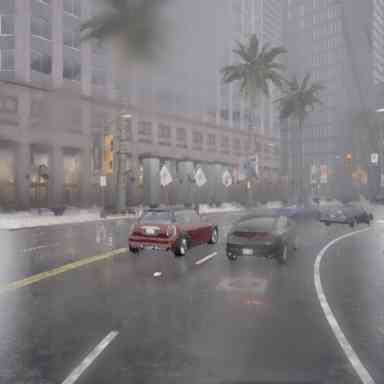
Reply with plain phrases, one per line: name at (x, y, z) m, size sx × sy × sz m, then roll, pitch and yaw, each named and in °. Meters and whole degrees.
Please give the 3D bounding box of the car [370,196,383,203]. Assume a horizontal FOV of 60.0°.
car at (40.420, 1.511, 72.304) m, size 2.161 × 1.482 × 4.786 m, roll 0°, pitch 0°, yaw 44°

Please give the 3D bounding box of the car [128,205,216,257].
car at (-0.547, 1.363, 13.300) m, size 2.097 × 1.767 × 4.553 m, roll 0°, pitch 0°, yaw 24°

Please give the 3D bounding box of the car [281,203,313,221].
car at (7.962, 1.530, 24.820) m, size 1.812 × 1.442 × 4.674 m, roll 0°, pitch 0°, yaw 45°

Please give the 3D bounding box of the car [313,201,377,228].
car at (10.456, 1.560, 22.364) m, size 2.033 × 1.411 × 5.357 m, roll 0°, pitch 0°, yaw 45°

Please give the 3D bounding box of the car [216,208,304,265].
car at (2.651, 1.513, 11.877) m, size 1.837 × 1.490 × 4.892 m, roll 0°, pitch 0°, yaw 24°
